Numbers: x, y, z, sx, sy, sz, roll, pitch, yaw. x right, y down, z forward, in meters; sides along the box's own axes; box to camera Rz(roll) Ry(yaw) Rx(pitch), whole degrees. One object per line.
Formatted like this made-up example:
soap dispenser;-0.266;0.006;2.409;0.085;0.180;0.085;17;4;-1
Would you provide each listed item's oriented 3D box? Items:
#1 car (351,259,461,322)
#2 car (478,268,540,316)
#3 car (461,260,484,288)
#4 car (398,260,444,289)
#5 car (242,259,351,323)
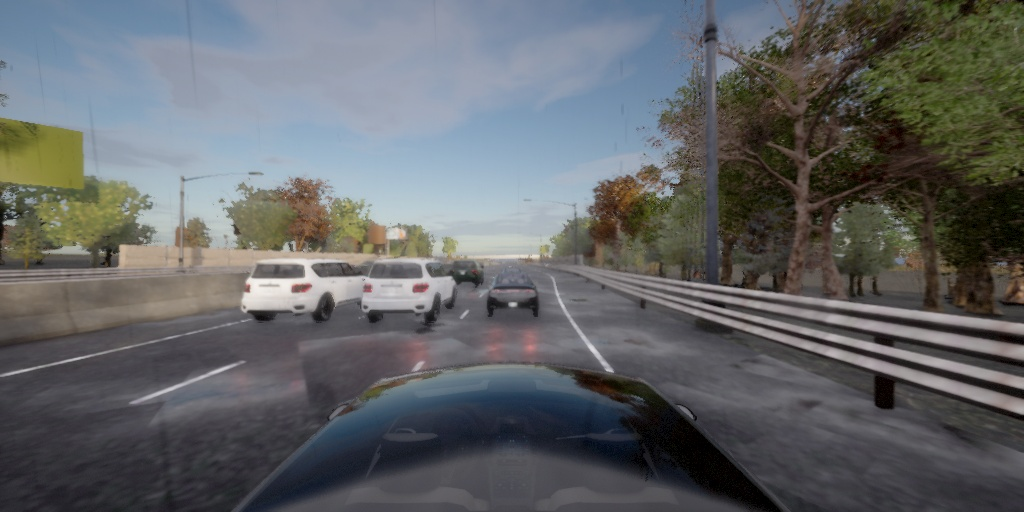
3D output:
car;-3.460;1.124;13.071;2.150;2.045;5.566;0;-1;1
car;0.050;1.407;14.149;2.128;1.511;4.902;0;-1;0
car;-3.458;1.326;27.986;2.150;2.045;5.566;0;-1;1
car;-6.956;1.327;28.043;2.150;2.045;5.566;0;-1;1
car;-6.960;1.123;13.018;2.150;2.045;5.566;0;-1;1
